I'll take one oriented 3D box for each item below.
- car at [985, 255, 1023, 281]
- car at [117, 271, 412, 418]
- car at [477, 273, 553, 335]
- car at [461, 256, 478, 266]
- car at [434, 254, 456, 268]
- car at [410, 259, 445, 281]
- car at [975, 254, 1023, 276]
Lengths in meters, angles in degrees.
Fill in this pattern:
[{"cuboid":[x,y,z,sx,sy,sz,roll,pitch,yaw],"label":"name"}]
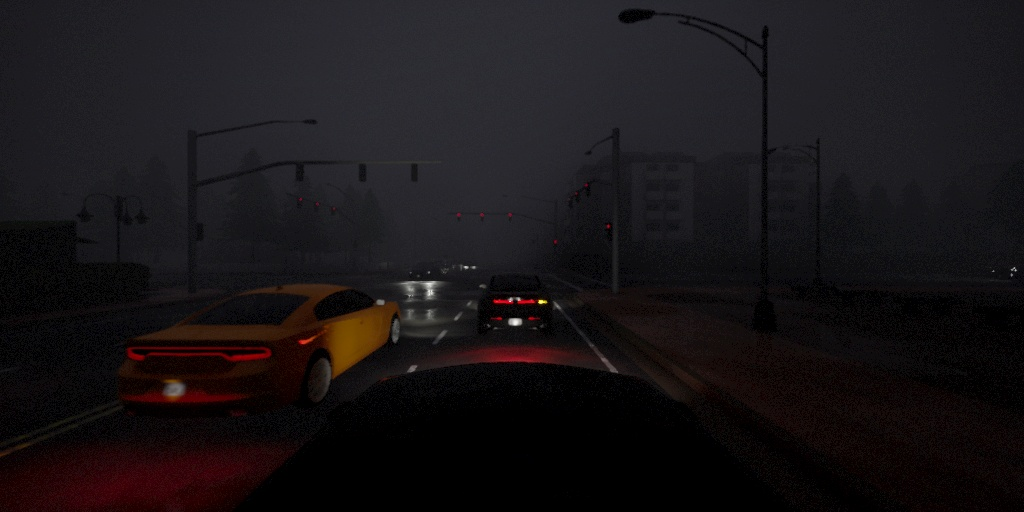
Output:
[{"cuboid":[39.728,0.984,26.795,4.553,1.767,2.097,0,0,24],"label":"car"},{"cuboid":[-3.445,1.207,6.166,1.882,1.535,5.008,0,0,1],"label":"car"},{"cuboid":[0.086,1.213,10.309,1.837,1.490,4.892,0,0,0],"label":"car"},{"cuboid":[-6.967,1.039,60.640,1.994,1.385,4.181,0,0,1],"label":"car"},{"cuboid":[-10.488,0.729,54.298,2.150,2.045,5.566,0,0,1],"label":"car"},{"cuboid":[-6.949,1.198,28.967,1.812,1.442,4.674,0,0,0],"label":"car"},{"cuboid":[42.531,0.844,29.429,5.566,2.045,2.150,0,0,26],"label":"car"}]
